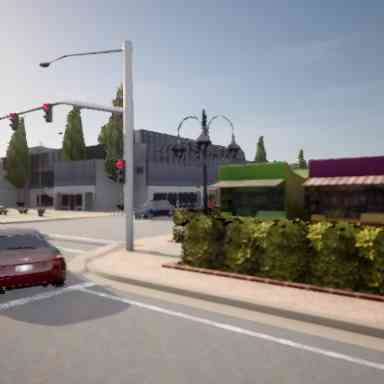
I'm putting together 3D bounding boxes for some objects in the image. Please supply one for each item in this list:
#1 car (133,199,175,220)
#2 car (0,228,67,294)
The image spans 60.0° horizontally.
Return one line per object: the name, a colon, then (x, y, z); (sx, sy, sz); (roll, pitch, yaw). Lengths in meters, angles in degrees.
car: (-3.642, 1.547, 30.345); (2.097, 1.767, 4.553); (-1, 0, 37)
car: (-4.798, 1.650, 8.915); (1.994, 1.385, 4.181); (0, 0, -35)
